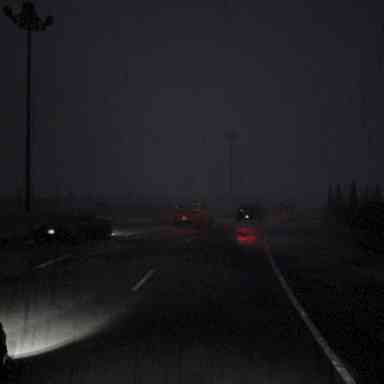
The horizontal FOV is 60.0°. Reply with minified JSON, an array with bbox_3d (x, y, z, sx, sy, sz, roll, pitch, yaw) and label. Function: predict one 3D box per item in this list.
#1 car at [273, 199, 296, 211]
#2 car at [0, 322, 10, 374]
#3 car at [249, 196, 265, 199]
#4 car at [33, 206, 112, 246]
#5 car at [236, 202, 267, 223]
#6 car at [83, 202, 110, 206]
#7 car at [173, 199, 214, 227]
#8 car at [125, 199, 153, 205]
[{"bbox_3d":[11.338,1.560,40.749,1.812,1.442,4.674,0,0,29],"label":"car"},{"bbox_3d":[-3.210,1.555,2.269,1.994,1.385,4.181,0,0,2],"label":"car"},{"bbox_3d":[12.785,1.505,66.511,2.097,1.767,4.553,0,-1,42],"label":"car"},{"bbox_3d":[-5.278,1.559,15.250,1.994,1.385,4.181,0,0,9],"label":"car"},{"bbox_3d":[4.660,1.514,25.888,1.837,1.490,4.892,0,0,18],"label":"car"},{"bbox_3d":[-8.823,1.582,30.203,1.994,1.385,4.181,0,0,19],"label":"car"},{"bbox_3d":[0.172,1.486,23.262,1.882,1.535,5.008,0,0,15],"label":"car"},{"bbox_3d":[-7.922,1.691,49.694,1.895,1.301,4.718,0,0,29],"label":"car"}]
